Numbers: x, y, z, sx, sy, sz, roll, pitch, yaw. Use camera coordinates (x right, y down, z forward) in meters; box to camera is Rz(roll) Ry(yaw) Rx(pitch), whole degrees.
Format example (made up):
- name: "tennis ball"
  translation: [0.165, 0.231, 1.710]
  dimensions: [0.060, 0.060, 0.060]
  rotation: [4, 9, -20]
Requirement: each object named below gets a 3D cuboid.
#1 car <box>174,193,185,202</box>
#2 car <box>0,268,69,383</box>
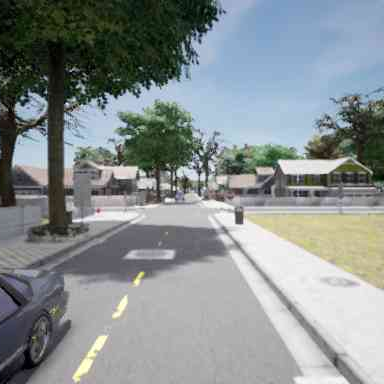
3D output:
- name: "car"
  translation: [-2.733, 1.164, 75.187]
  dimensions: [2.150, 2.045, 5.566]
  rotation: [0, 0, 0]
- name: "car"
  translation: [-2.850, 1.545, 2.973]
  dimensions: [2.033, 1.411, 5.357]
  rotation: [0, 0, 0]
